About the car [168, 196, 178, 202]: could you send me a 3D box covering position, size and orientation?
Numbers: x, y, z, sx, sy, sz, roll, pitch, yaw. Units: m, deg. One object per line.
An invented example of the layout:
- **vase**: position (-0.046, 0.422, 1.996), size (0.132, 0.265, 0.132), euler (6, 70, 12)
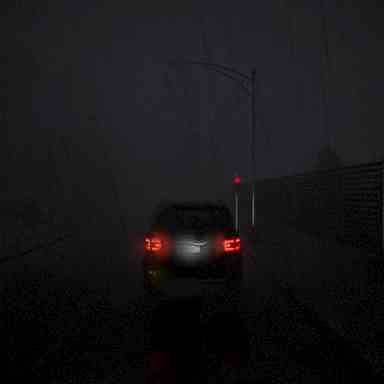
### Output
- **car**: position (-4.074, 1.552, 73.313), size (1.994, 1.385, 4.181), euler (0, 0, 0)

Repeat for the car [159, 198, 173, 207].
- **car**: position (-4.147, 1.601, 53.565), size (1.895, 1.301, 4.718), euler (0, 0, 0)

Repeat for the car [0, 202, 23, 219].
- **car**: position (-15.797, 1.547, 28.322), size (5.357, 1.411, 2.033), euler (0, 0, 0)

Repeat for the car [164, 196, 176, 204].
- **car**: position (-4.117, 1.547, 63.327), size (2.033, 1.411, 5.357), euler (0, 0, 0)

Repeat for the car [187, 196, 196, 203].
- **car**: position (-0.026, 1.525, 70.748), size (1.812, 1.442, 4.674), euler (0, 0, 0)

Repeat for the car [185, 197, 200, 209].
- **car**: position (0.064, 1.477, 45.603), size (1.882, 1.535, 5.008), euler (0, 0, 0)

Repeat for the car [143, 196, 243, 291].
- **car**: position (0.034, 1.221, 9.132), size (2.150, 2.045, 5.566), euler (0, 0, 0)
